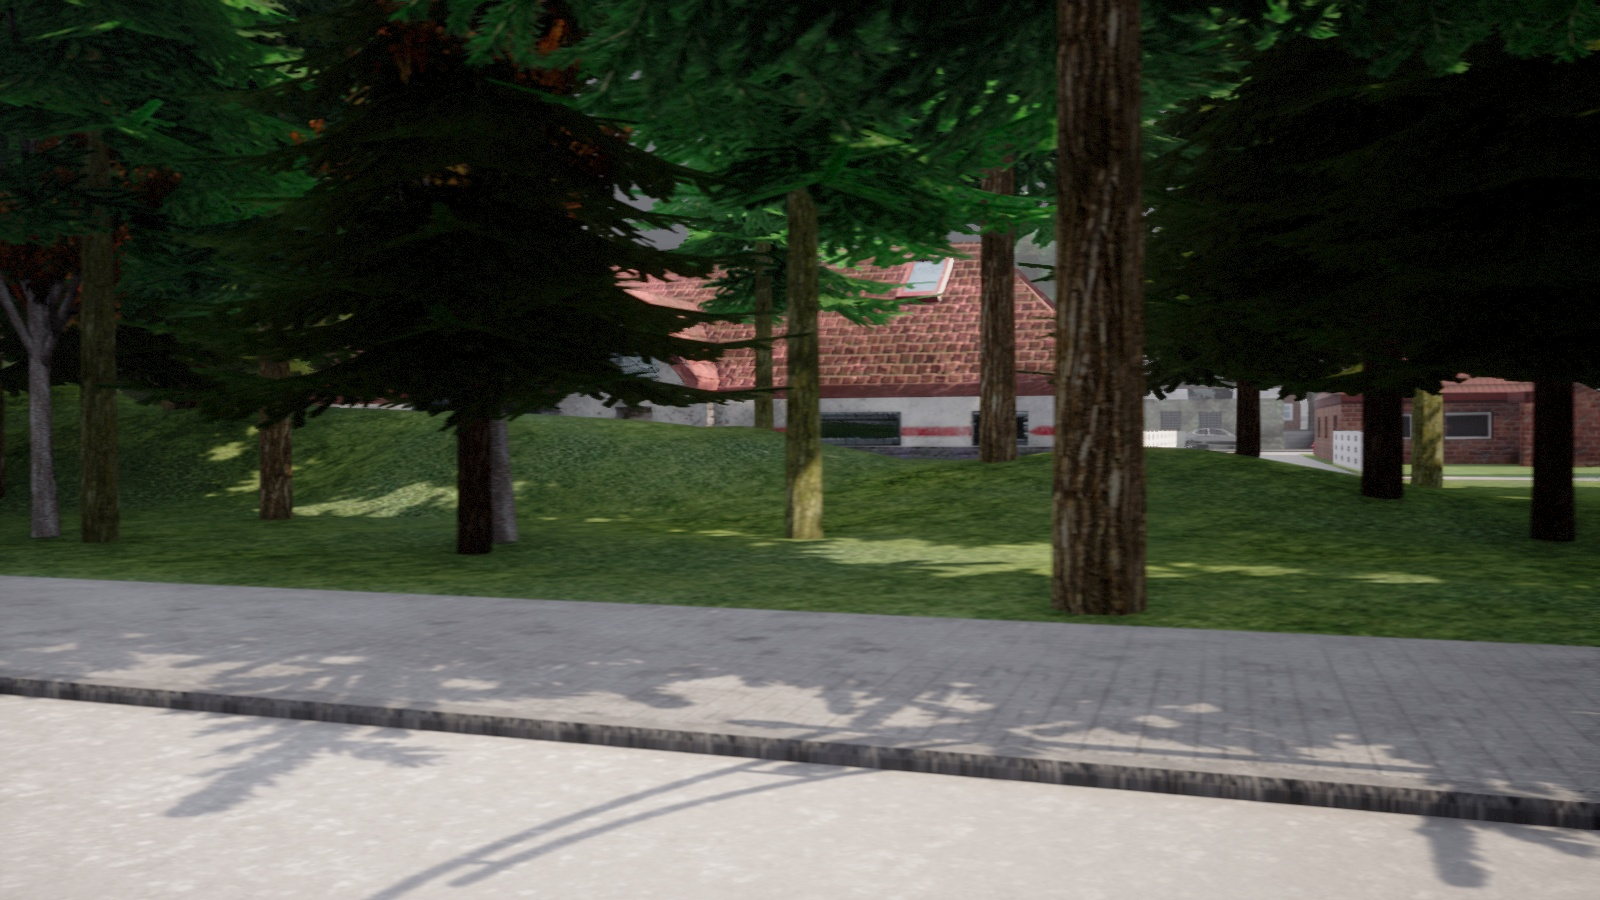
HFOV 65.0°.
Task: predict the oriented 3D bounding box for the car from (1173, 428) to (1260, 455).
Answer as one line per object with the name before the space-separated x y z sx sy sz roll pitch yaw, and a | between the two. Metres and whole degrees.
car | 25.697 -0.540 77.545 5.027 1.651 2.152 1 1 19
